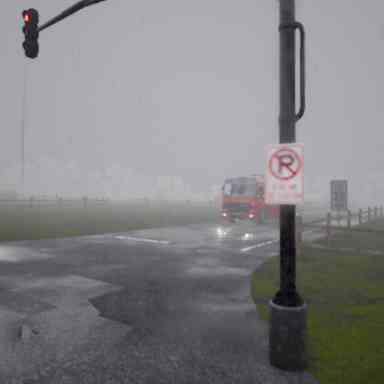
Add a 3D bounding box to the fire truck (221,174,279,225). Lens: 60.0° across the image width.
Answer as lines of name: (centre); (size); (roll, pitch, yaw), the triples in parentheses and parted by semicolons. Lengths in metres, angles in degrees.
fire truck: (5.663, 0.564, 27.183); (2.891, 3.827, 8.468); (0, -1, 36)
